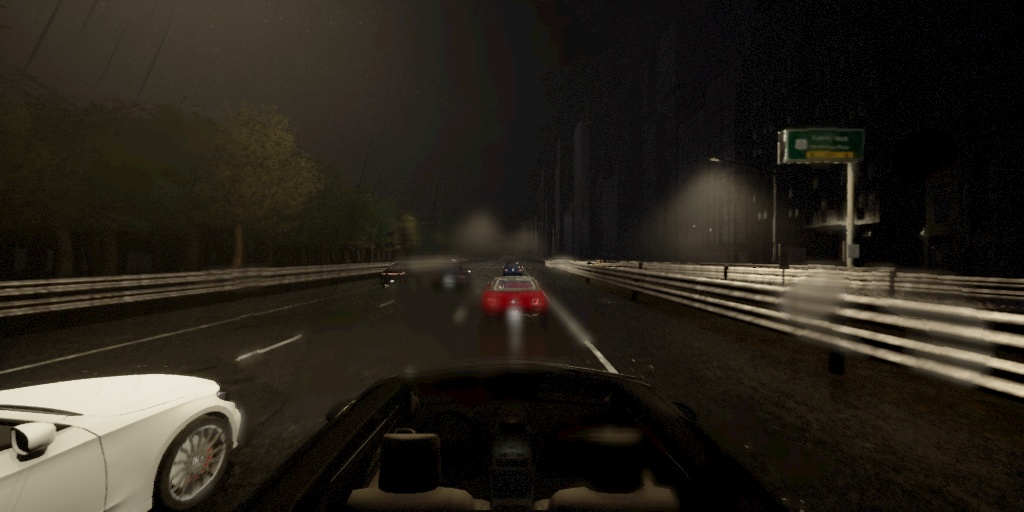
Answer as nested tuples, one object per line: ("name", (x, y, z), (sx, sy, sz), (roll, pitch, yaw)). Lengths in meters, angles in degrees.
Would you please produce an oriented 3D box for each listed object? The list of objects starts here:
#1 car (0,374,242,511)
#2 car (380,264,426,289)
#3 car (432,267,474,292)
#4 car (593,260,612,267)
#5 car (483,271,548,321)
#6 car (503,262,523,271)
("car", (-3.401, 1.276, 1.331), (1.812, 1.442, 4.674), (0, 0, 0))
("car", (-6.897, 1.247, 23.089), (2.128, 1.511, 4.902), (0, 0, 0))
("car", (-3.398, 1.319, 21.371), (1.994, 1.385, 4.181), (0, 0, 0))
("car", (12.750, 1.334, 52.639), (1.882, 1.535, 5.008), (0, 0, -16))
("car", (0.100, 1.352, 12.418), (1.895, 1.301, 4.718), (0, 0, 0))
("car", (0.103, 1.311, 34.340), (2.033, 1.411, 5.357), (0, 0, 0))
